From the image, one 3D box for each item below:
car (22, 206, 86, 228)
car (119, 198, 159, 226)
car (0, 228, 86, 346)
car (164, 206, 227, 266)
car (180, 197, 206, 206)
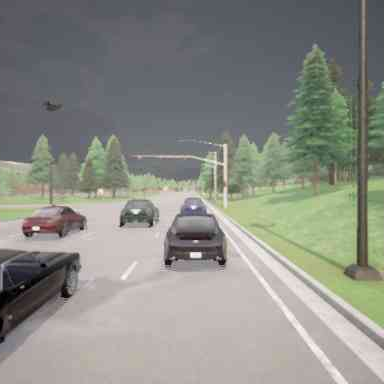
[{"bbox_3d":[-6.900,1.433,16.998,1.812,1.442,4.674,0,0,0],"label":"car"},{"bbox_3d":[-3.400,1.232,22.198,2.097,1.767,4.553,0,0,0],"label":"car"},{"bbox_3d":[-3.401,1.571,5.429,1.895,1.301,4.718,0,0,0],"label":"car"},{"bbox_3d":[0.100,1.442,11.325,1.837,1.490,4.892,0,0,0],"label":"car"},{"bbox_3d":[0.099,1.206,27.222,2.097,1.767,4.553,0,0,0],"label":"car"}]
